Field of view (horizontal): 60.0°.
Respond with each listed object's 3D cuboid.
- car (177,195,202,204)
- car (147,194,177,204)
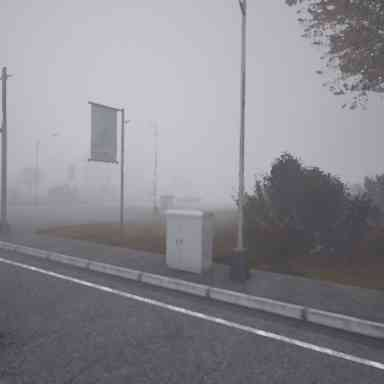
[{"bbox_3d":[-0.387,1.114,50.618,1.895,1.301,4.718,1,1,33],"label":"car"},{"bbox_3d":[-4.750,0.983,50.287,1.812,1.442,4.674,1,1,33],"label":"car"}]
